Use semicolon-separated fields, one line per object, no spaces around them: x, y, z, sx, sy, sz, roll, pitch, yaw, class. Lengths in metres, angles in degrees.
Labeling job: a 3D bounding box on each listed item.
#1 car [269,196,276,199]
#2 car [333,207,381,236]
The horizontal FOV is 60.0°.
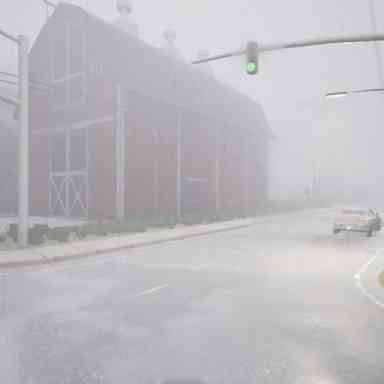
13.956;1.449;62.340;4.892;1.490;1.837;0;0;35;car
9.171;1.547;18.396;1.812;1.442;4.674;0;0;36;car
